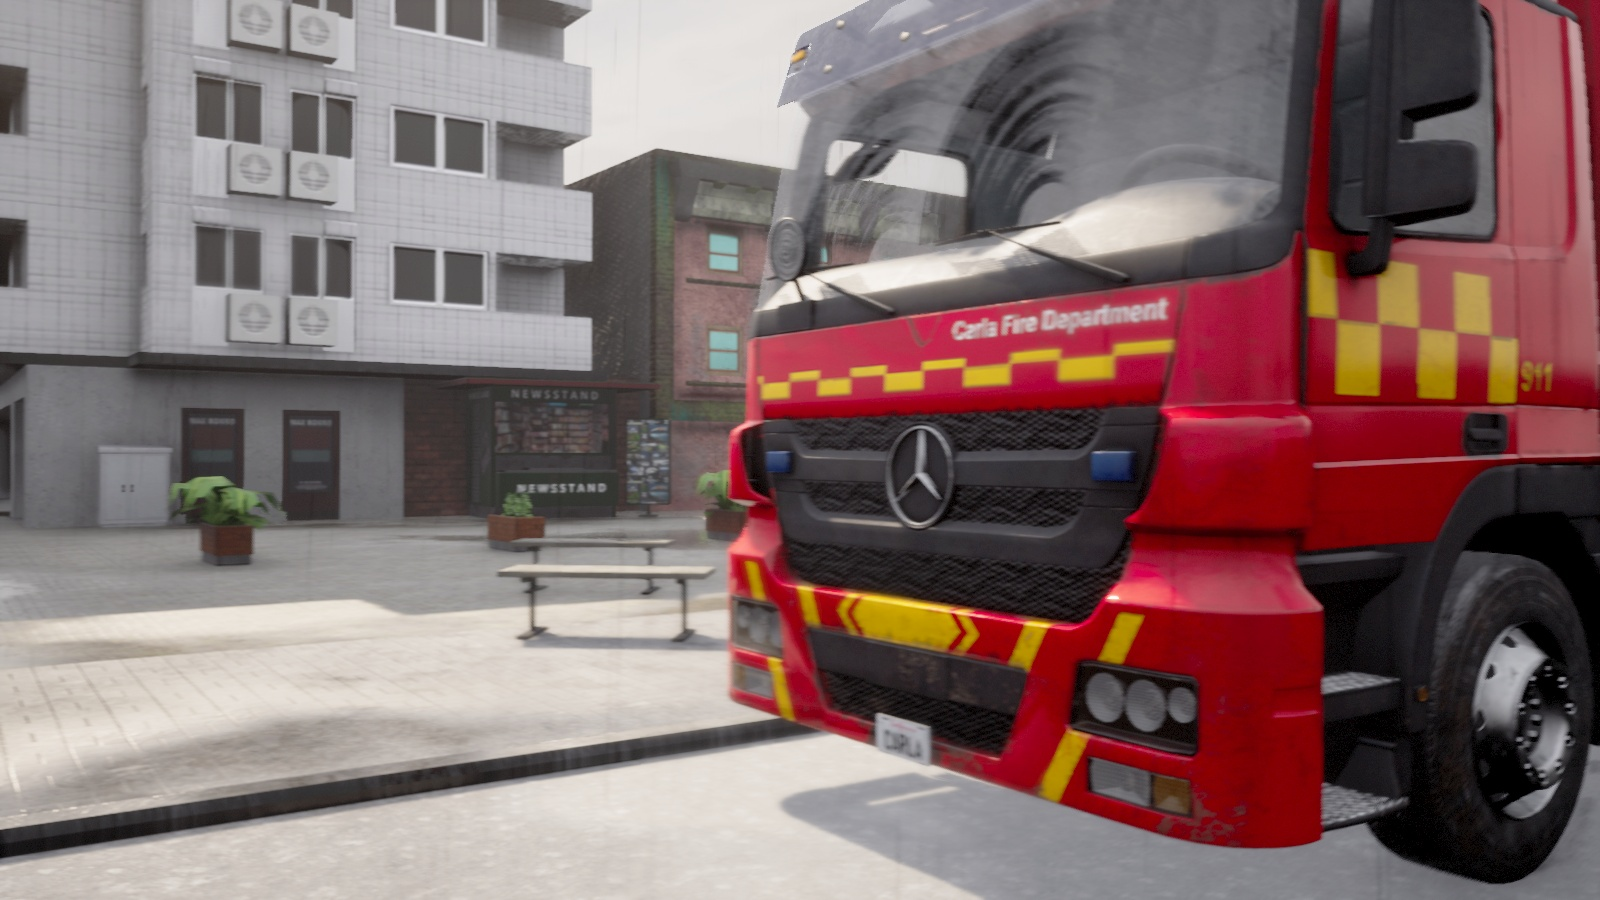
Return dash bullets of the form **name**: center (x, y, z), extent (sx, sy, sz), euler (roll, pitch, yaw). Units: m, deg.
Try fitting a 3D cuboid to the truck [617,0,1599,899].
- **truck**: center (3.507, -0.411, 6.713), extent (8.468, 3.827, 2.891), euler (0, 0, -35)
